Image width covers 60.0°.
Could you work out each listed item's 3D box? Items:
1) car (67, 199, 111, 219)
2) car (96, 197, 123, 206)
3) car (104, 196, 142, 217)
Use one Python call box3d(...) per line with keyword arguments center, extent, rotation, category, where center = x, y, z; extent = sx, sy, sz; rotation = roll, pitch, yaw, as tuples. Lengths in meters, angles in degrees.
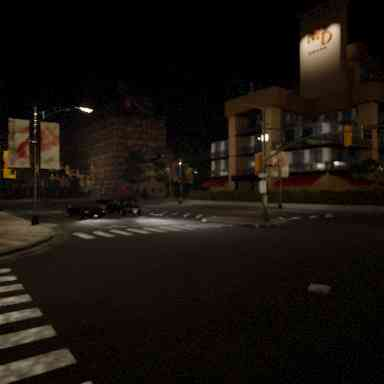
box3d(center=(-9.201, 1.500, 28.625), extent=(2.033, 1.411, 5.357), rotation=(0, 0, -36), category="car")
box3d(center=(-13.332, 1.494, 53.615), extent=(4.718, 1.301, 1.895), rotation=(0, 0, 39), category="car")
box3d(center=(-6.298, 1.425, 30.588), extent=(2.128, 1.511, 4.902), rotation=(0, 0, -36), category="car")
